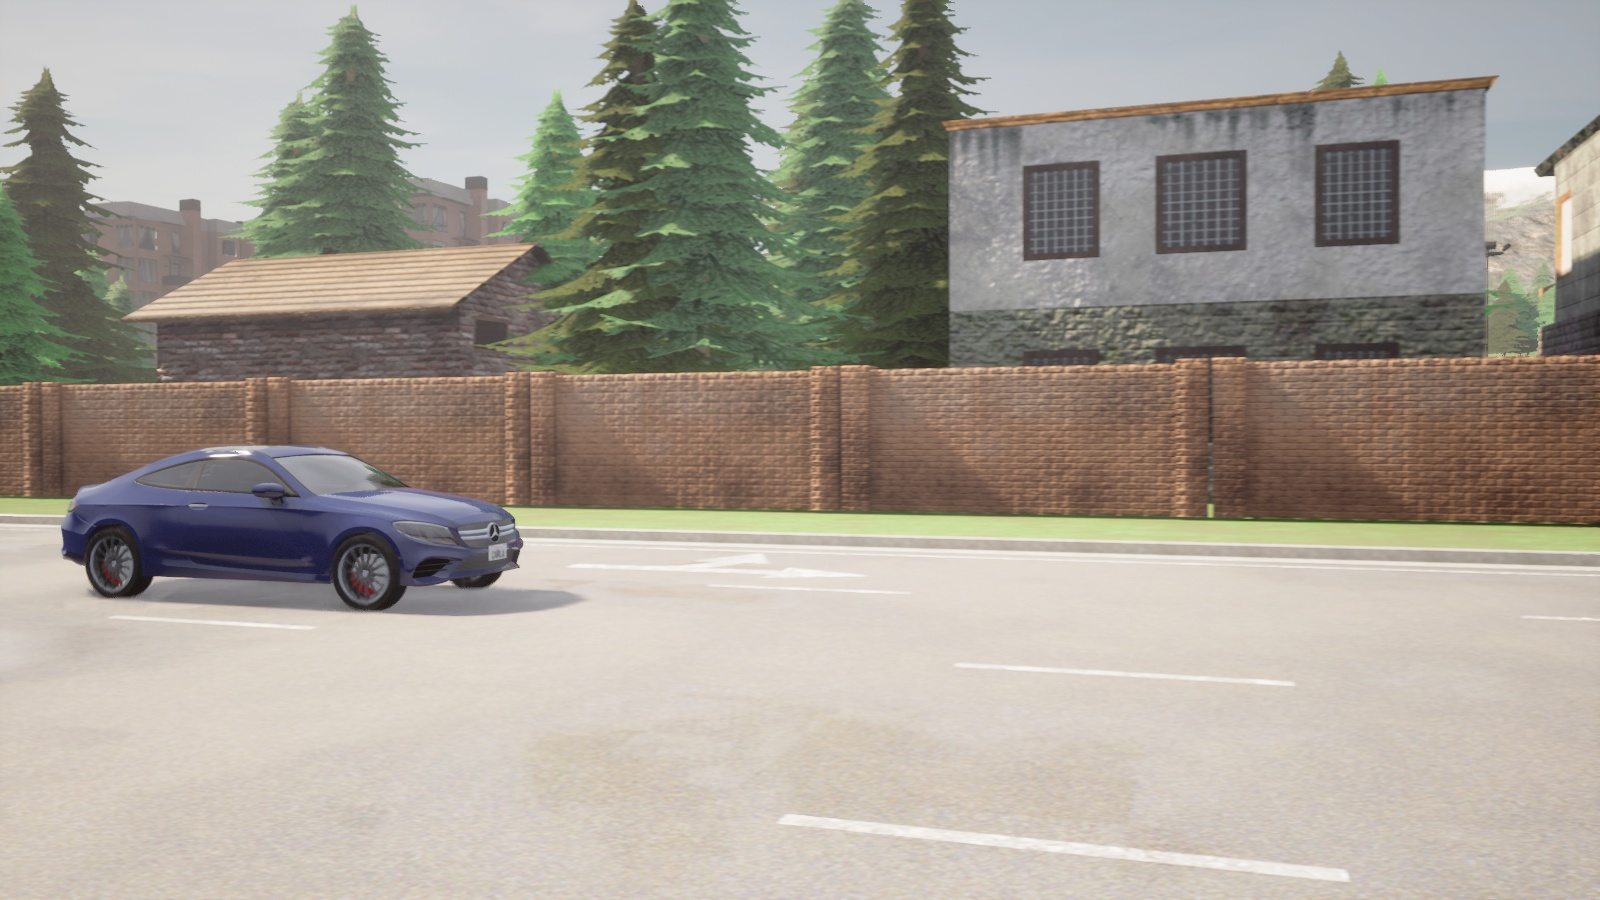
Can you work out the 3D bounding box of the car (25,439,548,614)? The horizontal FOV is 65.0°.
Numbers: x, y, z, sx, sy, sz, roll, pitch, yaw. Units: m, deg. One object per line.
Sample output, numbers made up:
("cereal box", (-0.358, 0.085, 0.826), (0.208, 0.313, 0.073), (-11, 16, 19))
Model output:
("car", (-4.983, 0.637, 12.254), (4.674, 1.442, 1.812), (1, 1, 19))
